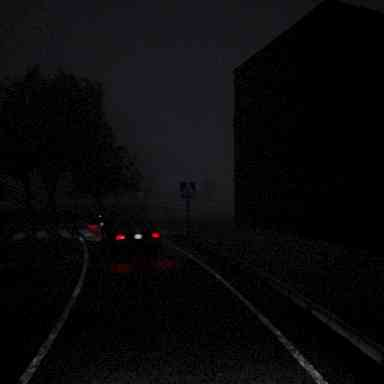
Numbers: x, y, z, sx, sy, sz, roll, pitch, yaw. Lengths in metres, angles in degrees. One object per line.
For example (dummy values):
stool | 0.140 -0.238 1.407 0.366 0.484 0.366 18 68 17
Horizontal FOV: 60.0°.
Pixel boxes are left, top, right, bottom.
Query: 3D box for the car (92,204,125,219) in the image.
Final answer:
car | -6.924 1.799 29.255 2.128 1.511 4.902 -1 -1 12

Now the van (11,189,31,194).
van | -42.002 0.937 83.239 1.878 1.987 4.442 4 2 31

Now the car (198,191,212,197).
car | 2.457 0.714 94.553 4.792 1.488 2.163 -3 2 12

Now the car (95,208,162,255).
car | -2.637 1.582 13.616 2.033 1.411 5.357 0 -1 -19

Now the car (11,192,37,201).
car | -40.214 1.354 80.802 2.097 1.535 5.008 4 2 31
